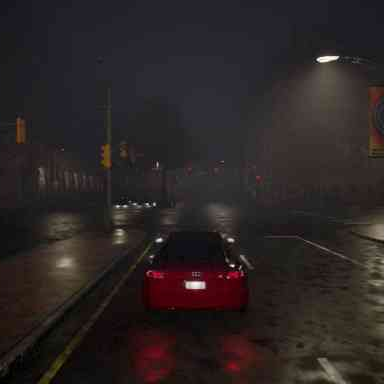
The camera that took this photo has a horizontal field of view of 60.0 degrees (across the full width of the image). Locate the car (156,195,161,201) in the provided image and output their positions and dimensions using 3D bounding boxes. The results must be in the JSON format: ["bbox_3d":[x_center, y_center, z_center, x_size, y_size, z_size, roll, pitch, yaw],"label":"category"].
[{"bbox_3d":[-8.036,1.601,68.357,1.895,1.301,4.718,0,0,0],"label":"car"}]

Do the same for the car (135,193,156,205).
[{"bbox_3d":[-8.107,1.221,58.558,2.150,2.045,5.566,0,0,0],"label":"car"}]

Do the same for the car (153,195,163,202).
[{"bbox_3d":[-8.036,1.500,78.561,1.837,1.490,4.892,0,0,0],"label":"car"}]

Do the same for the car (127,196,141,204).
[{"bbox_3d":[-11.557,1.564,66.137,1.994,1.385,4.181,0,0,0],"label":"car"}]

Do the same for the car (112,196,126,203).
[{"bbox_3d":[-14.781,1.595,67.799,1.895,1.301,4.718,0,0,0],"label":"car"}]

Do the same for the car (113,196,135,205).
[{"bbox_3d":[-11.608,1.564,56.843,1.994,1.385,4.181,0,0,0],"label":"car"}]

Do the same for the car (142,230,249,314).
[{"bbox_3d":[0.071,1.564,7.694,1.994,1.385,4.181,0,0,0],"label":"car"}]

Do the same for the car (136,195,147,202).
[{"bbox_3d":[-11.535,1.478,76.556,1.882,1.535,5.008,0,0,0],"label":"car"}]

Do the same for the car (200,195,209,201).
[{"bbox_3d":[3.460,1.553,87.081,1.994,1.385,4.181,0,0,0],"label":"car"}]
